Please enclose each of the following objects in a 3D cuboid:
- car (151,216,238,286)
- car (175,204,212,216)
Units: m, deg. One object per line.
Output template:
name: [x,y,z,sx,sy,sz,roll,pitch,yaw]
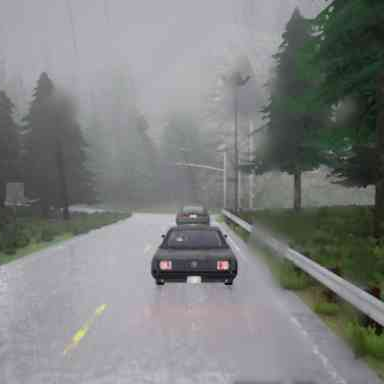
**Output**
car: [0.067,1.571,9.273,1.895,1.301,4.718,0,0,0]
car: [0.071,1.445,19.010,1.837,1.490,4.892,0,0,1]
